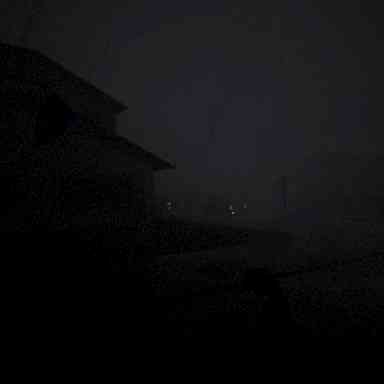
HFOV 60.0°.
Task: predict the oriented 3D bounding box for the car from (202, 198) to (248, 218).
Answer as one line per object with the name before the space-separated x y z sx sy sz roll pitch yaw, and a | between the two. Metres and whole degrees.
car | 2.939 1.340 30.303 2.097 1.767 4.553 0 0 -36

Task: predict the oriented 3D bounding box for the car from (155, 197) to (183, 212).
car | -2.982 1.343 38.695 2.097 1.767 4.553 0 0 -35
